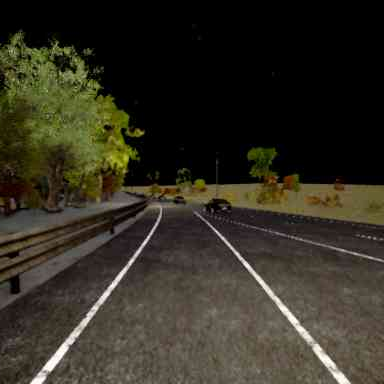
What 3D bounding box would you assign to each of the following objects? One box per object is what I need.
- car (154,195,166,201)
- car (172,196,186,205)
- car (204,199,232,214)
[{"bbox_3d":[-7.449,1.505,81.153,1.812,1.442,4.674,0,0,-12],"label":"car"},{"bbox_3d":[-2.354,1.480,57.590,1.837,1.490,4.892,0,0,-12],"label":"car"},{"bbox_3d":[2.624,1.446,34.577,1.882,1.535,5.008,0,0,-12],"label":"car"}]
